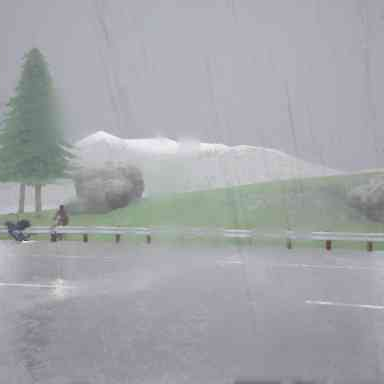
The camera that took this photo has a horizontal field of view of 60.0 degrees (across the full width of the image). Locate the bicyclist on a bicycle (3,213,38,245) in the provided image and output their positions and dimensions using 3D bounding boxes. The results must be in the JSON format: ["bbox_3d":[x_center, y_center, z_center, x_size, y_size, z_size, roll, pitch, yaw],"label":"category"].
[{"bbox_3d":[-7.524,1.729,14.646,0.582,1.656,1.620,1,1,30],"label":"bicyclist on a bicycle"}]

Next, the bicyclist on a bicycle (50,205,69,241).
[{"bbox_3d":[-5.979,1.422,15.139,0.582,1.620,1.656,4,-9,3],"label":"bicyclist on a bicycle"}]
